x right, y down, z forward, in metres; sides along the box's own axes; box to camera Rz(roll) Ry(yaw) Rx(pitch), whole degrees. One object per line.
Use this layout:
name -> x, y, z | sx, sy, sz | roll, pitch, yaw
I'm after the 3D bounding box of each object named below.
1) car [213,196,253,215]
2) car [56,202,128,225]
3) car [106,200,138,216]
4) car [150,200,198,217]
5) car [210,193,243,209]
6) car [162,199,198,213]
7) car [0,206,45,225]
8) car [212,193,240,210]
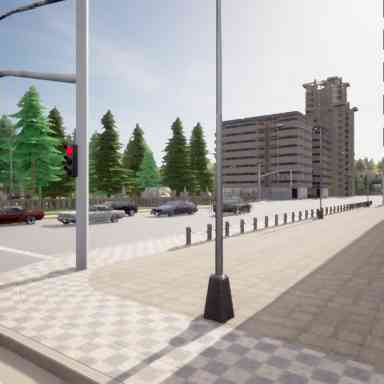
car -> 4.444, 1.505, 33.638 | 1.837, 1.490, 4.892 | 0, 0, 35
car -> -7.149, 1.601, 23.759 | 1.895, 1.301, 4.718 | 0, 0, 36
car -> -7.084, 1.478, 29.877 | 1.882, 1.535, 5.008 | 0, 0, 36
car -> -1.541, 1.547, 31.613 | 2.033, 1.411, 5.357 | 0, 0, 36
car -> 4.927, 1.221, 46.638 | 2.150, 2.045, 5.566 | 0, 0, 36
car -> -1.331, 1.564, 37.941 | 1.994, 1.385, 4.181 | 0, 0, 35
car -> -12.575, 1.601, 22.261 | 1.895, 1.301, 4.718 | 0, 0, 37
car -> 4.273, 1.352, 39.744 | 2.097, 1.767, 4.553 | 0, 0, 36
